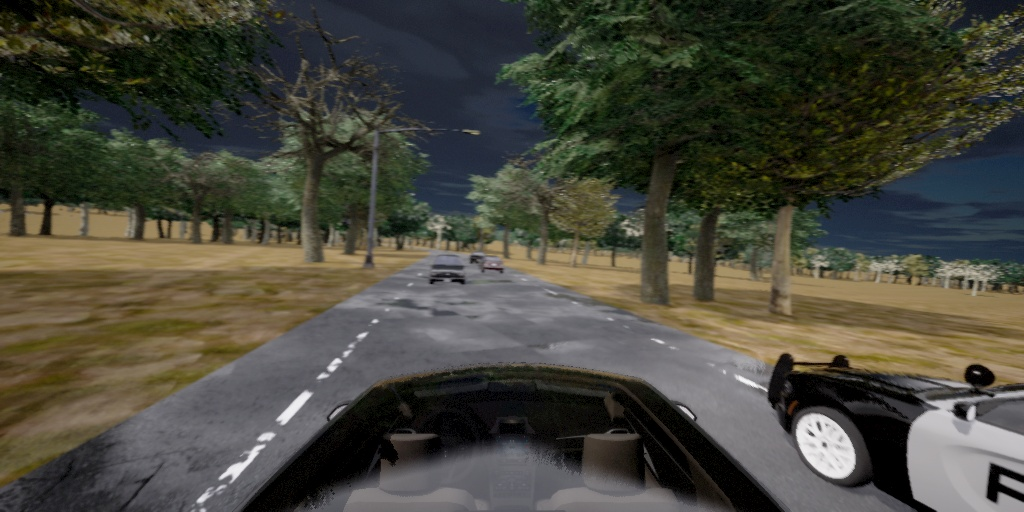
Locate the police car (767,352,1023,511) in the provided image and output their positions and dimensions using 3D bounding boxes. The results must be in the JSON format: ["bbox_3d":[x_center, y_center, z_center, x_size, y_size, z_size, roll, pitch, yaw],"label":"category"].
[{"bbox_3d":[4.248,1.466,2.191,1.930,1.638,5.238,4,0,-10],"label":"police car"}]

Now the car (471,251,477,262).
[{"bbox_3d":[-4.128,0.198,42.977,1.882,1.535,5.008,4,1,-9],"label":"car"}]

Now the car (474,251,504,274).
[{"bbox_3d":[-1.846,0.648,30.650,2.033,1.411,5.357,4,1,-10],"label":"car"}]

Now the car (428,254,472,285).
[{"bbox_3d":[-3.494,0.648,19.596,2.033,1.411,5.357,2,3,-10],"label":"car"}]
